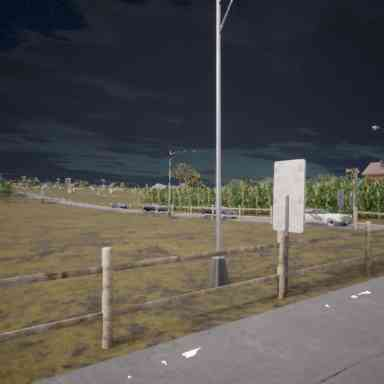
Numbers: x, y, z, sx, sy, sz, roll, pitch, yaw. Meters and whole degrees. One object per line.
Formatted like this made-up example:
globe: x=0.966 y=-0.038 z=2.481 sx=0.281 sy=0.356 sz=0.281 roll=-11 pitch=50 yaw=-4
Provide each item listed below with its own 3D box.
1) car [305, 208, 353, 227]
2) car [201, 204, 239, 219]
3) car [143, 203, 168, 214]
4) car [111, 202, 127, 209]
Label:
car: x=9.787 y=1.918 z=25.613 sx=1.895 sy=1.301 sz=4.718 roll=3 pitch=-3 yaw=-37
car: x=2.916 y=2.069 z=35.185 sx=1.837 sy=1.490 sz=4.892 roll=3 pitch=-3 yaw=-36
car: x=-5.069 y=2.303 z=46.431 sx=1.882 sy=1.535 sz=5.008 roll=3 pitch=-3 yaw=-35
car: x=-14.160 y=2.595 z=64.238 sx=1.994 sy=1.385 sz=4.181 roll=3 pitch=-1 yaw=-35
